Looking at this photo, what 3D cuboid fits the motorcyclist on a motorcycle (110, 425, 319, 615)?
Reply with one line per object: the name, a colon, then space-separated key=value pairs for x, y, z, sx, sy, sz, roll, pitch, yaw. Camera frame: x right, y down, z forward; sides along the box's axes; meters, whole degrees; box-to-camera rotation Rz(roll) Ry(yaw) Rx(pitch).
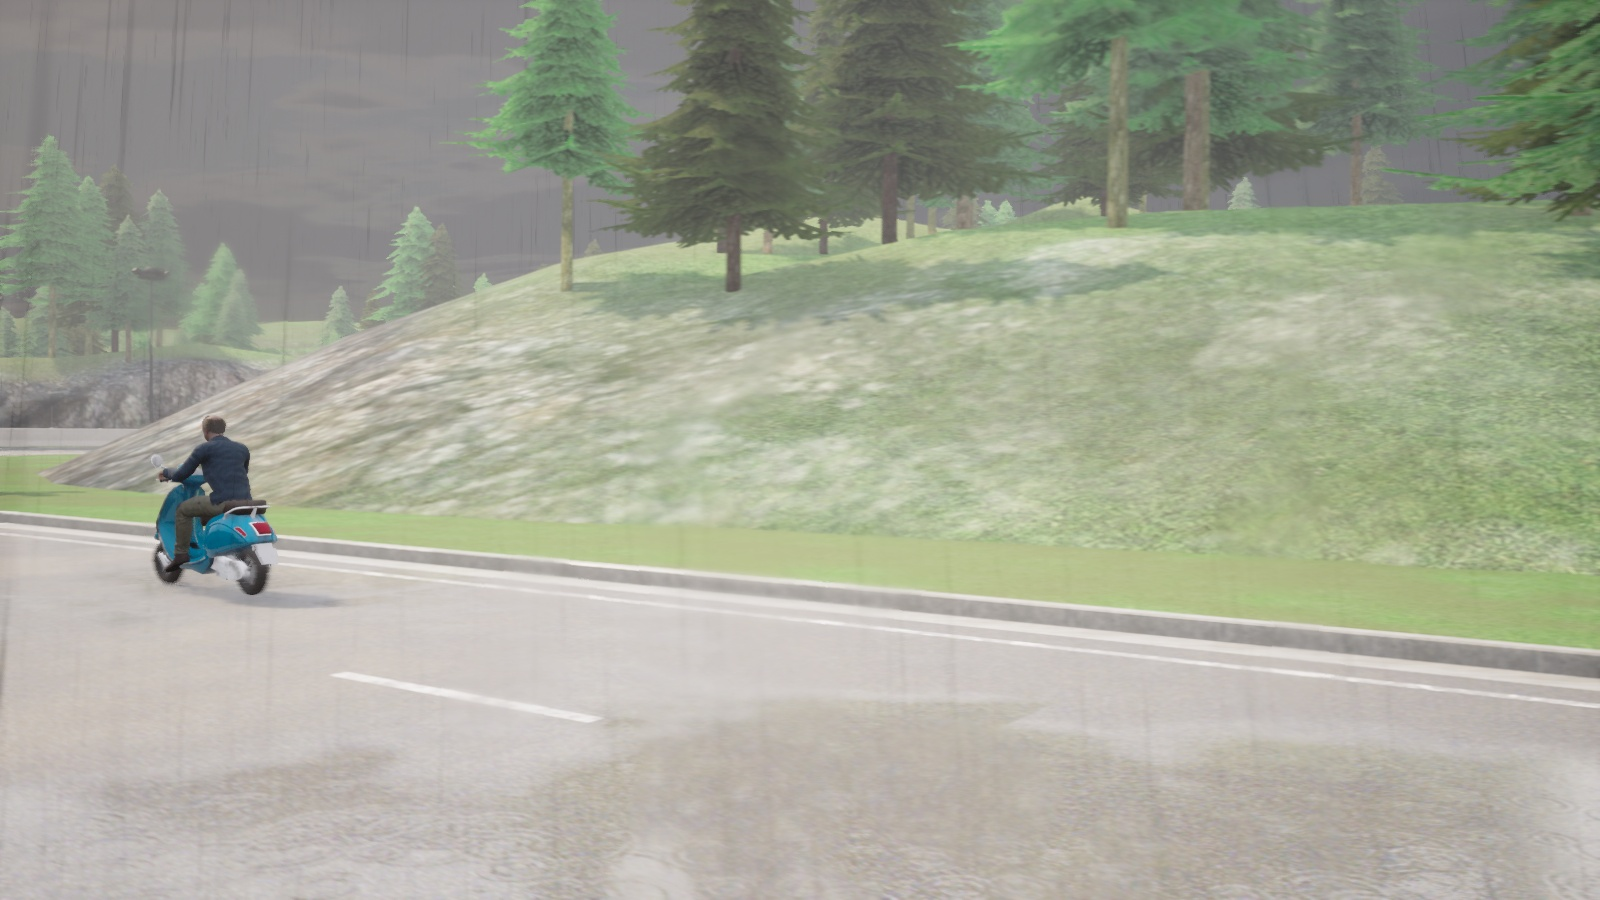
motorcyclist on a motorcycle: x=-5.298 y=0.578 z=11.345 sx=1.817 sy=1.590 sz=0.866 roll=0 pitch=1 yaw=34
